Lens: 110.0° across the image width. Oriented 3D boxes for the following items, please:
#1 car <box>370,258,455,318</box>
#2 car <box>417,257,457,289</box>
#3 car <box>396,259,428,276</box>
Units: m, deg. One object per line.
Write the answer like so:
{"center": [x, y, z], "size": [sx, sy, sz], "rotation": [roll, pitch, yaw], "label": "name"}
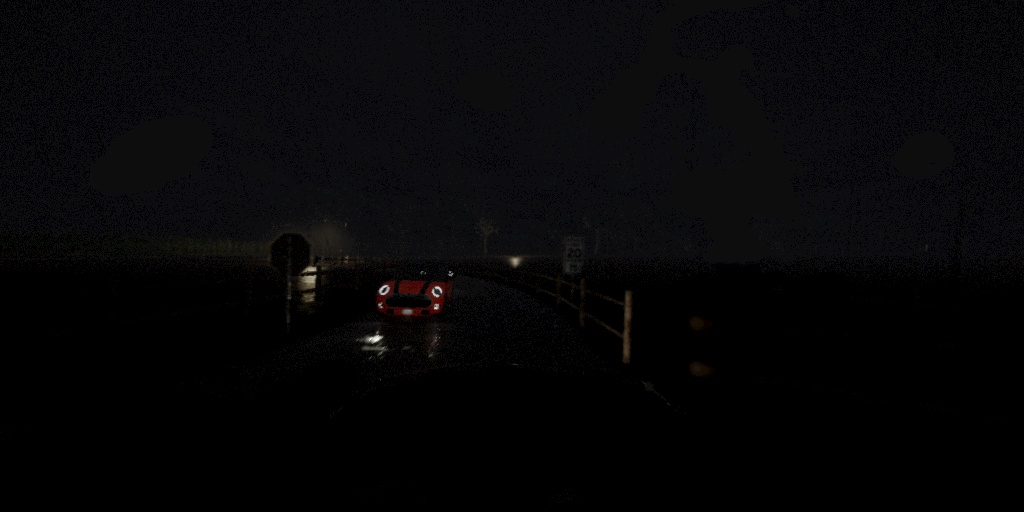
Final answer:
{"center": [-3.246, 1.049, 12.756], "size": [2.097, 1.767, 4.553], "rotation": [2, 0, -5], "label": "car"}
{"center": [-4.914, 1.016, 22.855], "size": [2.097, 1.767, 4.553], "rotation": [2, 0, -16], "label": "car"}
{"center": [-10.021, 1.055, 35.529], "size": [1.837, 1.490, 4.892], "rotation": [2, 0, -30], "label": "car"}
